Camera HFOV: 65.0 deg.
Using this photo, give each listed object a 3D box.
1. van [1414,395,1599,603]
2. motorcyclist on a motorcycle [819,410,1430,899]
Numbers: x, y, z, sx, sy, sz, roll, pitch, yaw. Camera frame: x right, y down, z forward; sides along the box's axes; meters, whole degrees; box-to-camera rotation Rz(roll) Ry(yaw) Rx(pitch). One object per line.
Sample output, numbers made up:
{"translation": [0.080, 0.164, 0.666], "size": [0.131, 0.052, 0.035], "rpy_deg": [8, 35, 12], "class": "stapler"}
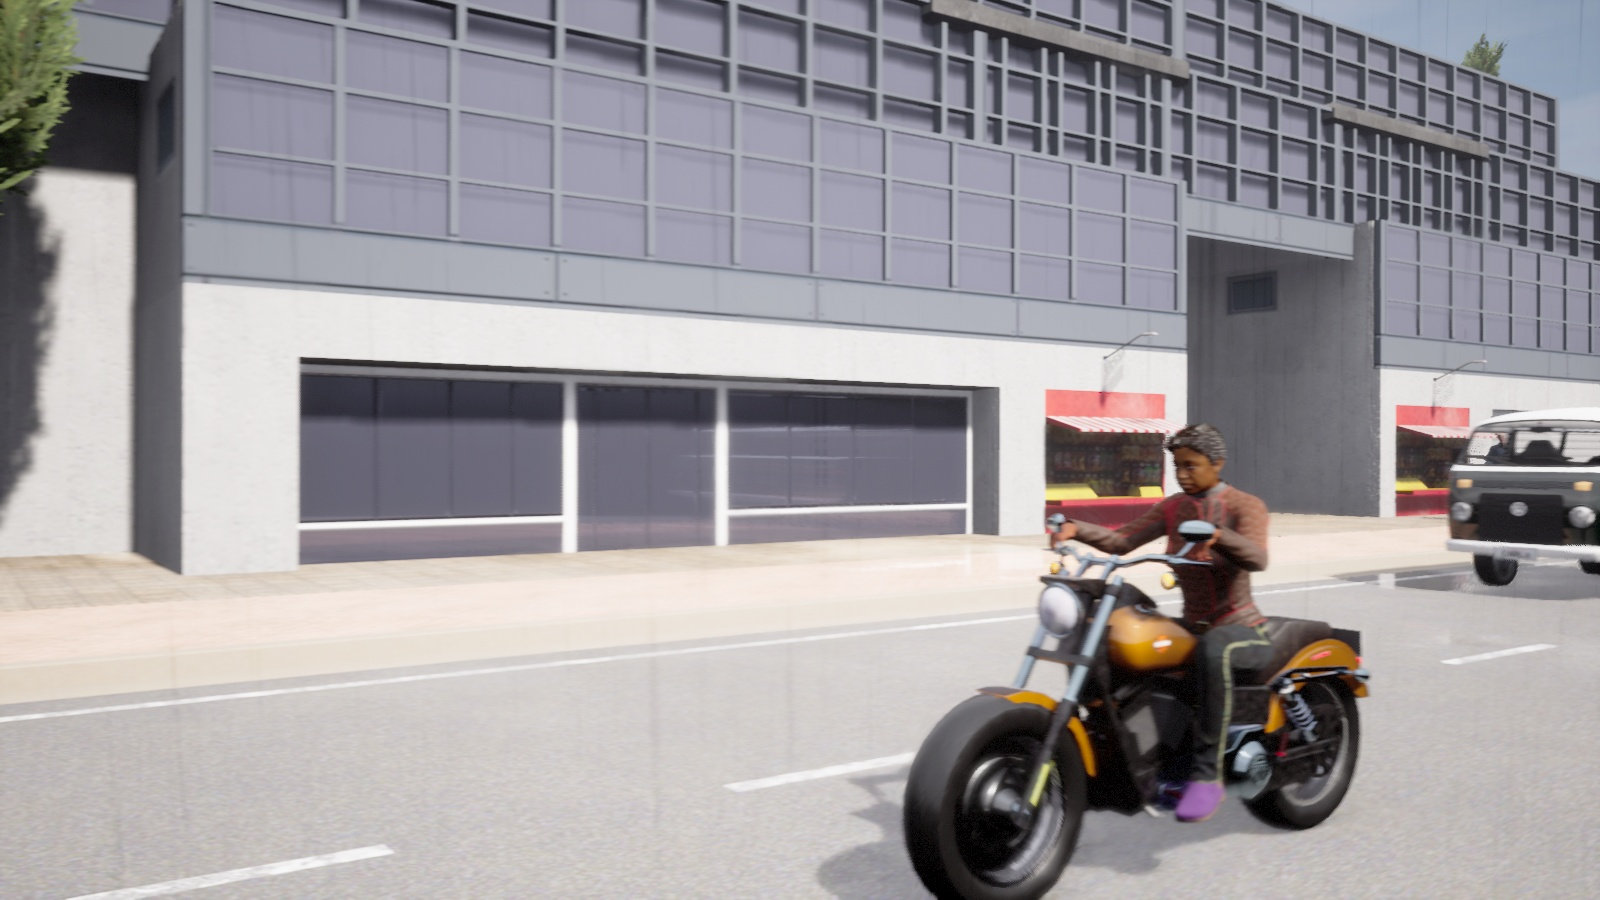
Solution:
{"translation": [9.199, 0.484, 14.242], "size": [4.480, 2.038, 2.069], "rpy_deg": [0, 0, -35], "class": "van"}
{"translation": [1.253, 0.704, 4.521], "size": [2.350, 1.649, 0.766], "rpy_deg": [0, 0, -35], "class": "motorcyclist on a motorcycle"}
